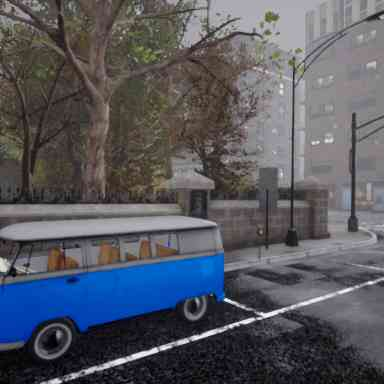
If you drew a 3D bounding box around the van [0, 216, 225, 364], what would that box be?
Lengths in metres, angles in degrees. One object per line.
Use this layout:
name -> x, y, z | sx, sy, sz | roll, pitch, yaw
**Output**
van -> -1.302, 1.341, 5.563 | 3.998, 1.788, 1.690 | 0, 1, -35
